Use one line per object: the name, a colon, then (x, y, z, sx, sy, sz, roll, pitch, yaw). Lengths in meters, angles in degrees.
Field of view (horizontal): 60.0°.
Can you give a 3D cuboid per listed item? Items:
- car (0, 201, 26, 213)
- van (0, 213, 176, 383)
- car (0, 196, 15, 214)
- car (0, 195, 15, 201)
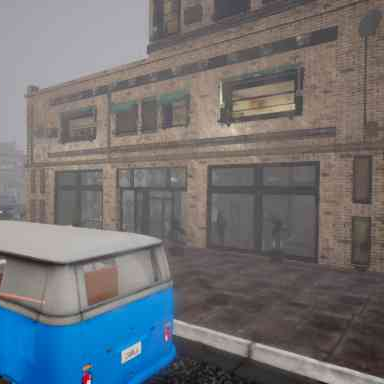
car: (-15.283, 1.793, 30.593, 1.947, 1.339, 4.313, 0, 0, 36)
van: (-2.102, 1.340, 4.348, 3.998, 1.788, 1.690, 0, 1, 35)
car: (-22.045, 1.411, 35.538, 2.192, 1.841, 5.009, 0, 0, 36)
car: (-20.505, 1.349, 33.244, 2.150, 2.045, 5.566, 1, 0, 36)
